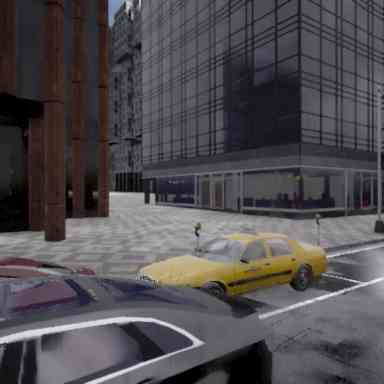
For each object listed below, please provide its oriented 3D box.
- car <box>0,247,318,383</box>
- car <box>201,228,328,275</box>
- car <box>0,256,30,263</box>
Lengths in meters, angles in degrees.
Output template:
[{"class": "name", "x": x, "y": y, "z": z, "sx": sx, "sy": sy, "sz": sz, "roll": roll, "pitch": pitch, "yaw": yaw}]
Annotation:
[{"class": "car", "x": -1.544, "y": 1.491, "z": 2.280, "sx": 4.902, "sy": 1.511, "sz": 2.128, "roll": 0, "pitch": 0, "yaw": -35}, {"class": "car", "x": 1.063, "y": 1.516, "z": 7.387, "sx": 4.829, "sy": 1.417, "sz": 1.752, "roll": 0, "pitch": 0, "yaw": -35}, {"class": "car", "x": -3.237, "y": 1.582, "z": 4.344, "sx": 4.206, "sy": 1.307, "sz": 1.802, "roll": 0, "pitch": 0, "yaw": -35}]
